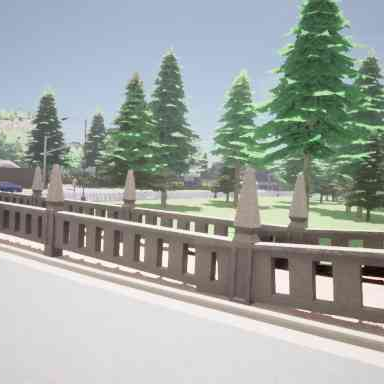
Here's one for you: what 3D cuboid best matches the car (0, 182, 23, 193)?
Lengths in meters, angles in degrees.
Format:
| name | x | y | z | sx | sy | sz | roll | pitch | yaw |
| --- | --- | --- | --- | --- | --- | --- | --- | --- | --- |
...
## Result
| name | x | y | z | sx | sy | sz | roll | pitch | yaw |
| --- | --- | --- | --- | --- | --- | --- | --- | --- | --- |
| car | -21.373 | -0.399 | 36.977 | 1.812 | 1.442 | 4.674 | 4 | 2 | 37 |
